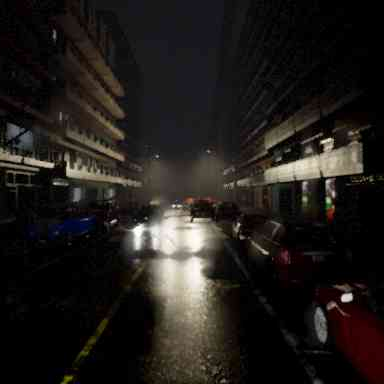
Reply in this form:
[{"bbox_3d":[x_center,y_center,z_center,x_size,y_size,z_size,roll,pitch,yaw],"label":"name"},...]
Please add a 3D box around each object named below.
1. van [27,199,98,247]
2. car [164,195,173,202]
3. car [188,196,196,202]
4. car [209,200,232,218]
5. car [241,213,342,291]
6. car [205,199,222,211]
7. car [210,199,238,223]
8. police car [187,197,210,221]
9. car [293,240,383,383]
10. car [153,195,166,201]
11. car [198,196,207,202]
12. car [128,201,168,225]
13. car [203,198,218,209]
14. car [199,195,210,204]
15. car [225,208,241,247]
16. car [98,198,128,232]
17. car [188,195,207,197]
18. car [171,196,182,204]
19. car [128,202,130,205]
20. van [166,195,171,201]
[{"bbox_3d":[-5.696,1.349,14.713,1.690,1.788,3.998,0,0,0],"label":"van"},{"bbox_3d":[-5.725,1.653,82.654,1.967,1.590,4.097,0,0,0],"label":"car"},{"bbox_3d":[-0.030,1.594,79.300,1.812,1.442,4.674,0,0,0],"label":"car"},{"bbox_3d":[2.677,1.569,31.847,1.752,1.417,4.829,0,0,0],"label":"car"},{"bbox_3d":[2.686,1.444,9.031,1.967,1.590,4.097,0,0,0],"label":"car"},{"bbox_3d":[2.672,1.615,43.001,1.887,1.381,4.507,0,0,0],"label":"car"},{"bbox_3d":[2.679,1.470,26.014,1.967,1.590,4.097,0,0,0],"label":"car"},{"bbox_3d":[0.790,1.459,27.731,1.930,1.638,5.238,0,0,-2],"label":"police car"},{"bbox_3d":[2.689,1.546,3.371,1.887,1.381,4.507,0,0,0],"label":"car"},{"bbox_3d":[-5.713,1.625,54.175,1.752,1.417,4.829,0,0,0],"label":"car"},{"bbox_3d":[2.656,1.764,82.633,2.008,1.369,4.403,0,0,0],"label":"car"},{"bbox_3d":[-3.107,1.590,24.423,1.994,1.385,4.181,0,0,0],"label":"car"},{"bbox_3d":[2.670,1.629,48.667,1.887,1.381,4.507,0,0,0],"label":"car"},{"bbox_3d":[2.659,1.479,71.310,2.192,1.841,5.009,0,0,0],"label":"car"},{"bbox_3d":[2.684,1.590,14.695,1.802,1.307,4.206,0,0,0],"label":"car"},{"bbox_3d":[-5.700,1.333,20.373,2.192,1.841,5.009,0,0,0],"label":"car"},{"bbox_3d":[0.727,1.551,43.605,1.882,1.535,5.008,0,0,-3],"label":"car"},{"bbox_3d":[-3.025,1.474,66.435,2.128,1.511,4.902,0,0,0],"label":"car"},{"bbox_3d":[-5.704,1.588,31.696,1.887,1.381,4.507,0,0,0],"label":"car"},{"bbox_3d":[-5.719,1.481,65.669,1.690,1.788,3.998,0,0,0],"label":"van"}]
